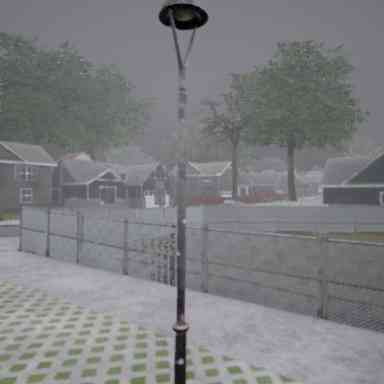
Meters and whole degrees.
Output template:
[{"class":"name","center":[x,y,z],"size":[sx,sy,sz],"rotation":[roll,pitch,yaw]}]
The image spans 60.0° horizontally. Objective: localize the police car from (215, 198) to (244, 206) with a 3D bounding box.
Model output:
[{"class":"police car","center":[4.652,1.622,41.117],"size":[1.930,1.638,5.238],"rotation":[0,0,36]}]
